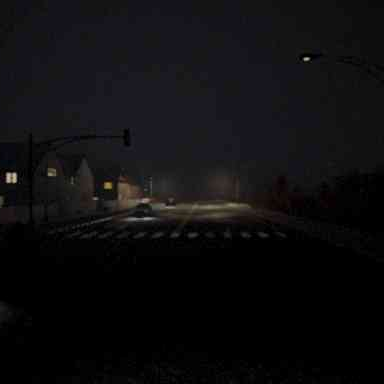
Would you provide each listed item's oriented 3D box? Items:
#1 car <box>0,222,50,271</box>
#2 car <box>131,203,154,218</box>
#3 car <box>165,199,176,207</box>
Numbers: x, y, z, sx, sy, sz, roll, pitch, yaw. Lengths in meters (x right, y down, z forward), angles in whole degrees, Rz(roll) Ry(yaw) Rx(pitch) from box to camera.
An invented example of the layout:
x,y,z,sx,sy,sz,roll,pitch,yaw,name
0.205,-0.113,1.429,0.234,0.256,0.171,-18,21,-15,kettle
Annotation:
x,y,z,sx,sy,sz,roll,pitch,yaw,name
-6.118,1.696,10.353,1.812,1.442,4.674,0,0,2,car
-5.311,1.968,36.222,1.812,1.442,4.674,0,0,2,car
-4.326,2.248,67.504,2.128,1.511,4.902,0,-1,2,car
